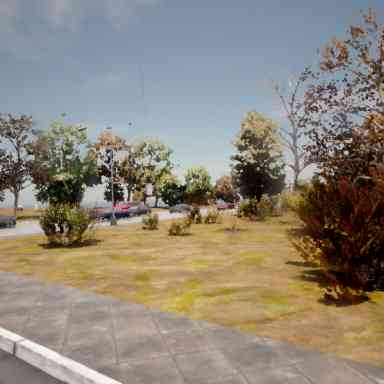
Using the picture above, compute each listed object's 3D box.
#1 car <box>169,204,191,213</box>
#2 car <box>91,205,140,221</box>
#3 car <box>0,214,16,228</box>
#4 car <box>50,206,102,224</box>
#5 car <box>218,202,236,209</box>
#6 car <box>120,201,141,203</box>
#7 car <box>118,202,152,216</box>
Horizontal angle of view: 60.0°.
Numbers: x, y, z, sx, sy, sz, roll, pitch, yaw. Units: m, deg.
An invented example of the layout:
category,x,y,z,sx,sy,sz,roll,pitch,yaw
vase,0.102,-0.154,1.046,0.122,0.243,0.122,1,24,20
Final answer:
category,x,y,z,sx,sy,sz,roll,pitch,yaw
car,-1.785,2.575,51.581,1.994,1.385,4.181,-3,-2,32
car,-8.025,2.342,34.726,1.895,1.301,4.718,-3,-2,32
car,-16.996,2.451,27.654,1.994,1.385,4.181,-3,-2,34
car,-12.132,2.383,35.146,1.882,1.535,5.008,-3,-2,32
car,6.059,2.483,57.226,1.994,1.385,4.181,-3,-2,32
car,-9.127,2.339,46.519,2.150,2.045,5.566,-3,-2,32
car,-7.137,2.471,43.080,1.812,1.442,4.674,-3,-2,32
